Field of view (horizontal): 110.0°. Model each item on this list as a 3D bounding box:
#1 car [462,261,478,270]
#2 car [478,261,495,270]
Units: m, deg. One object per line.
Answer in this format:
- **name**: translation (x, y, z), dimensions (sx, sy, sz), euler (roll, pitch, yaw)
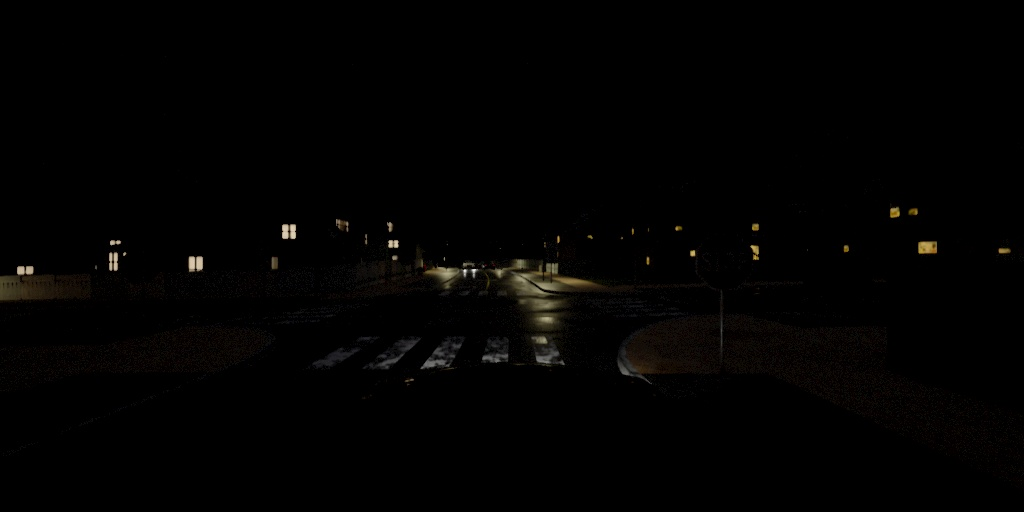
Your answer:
- **car**: translation (-7.384, 1.546, 61.088), dimensions (1.812, 1.442, 4.674), euler (0, -1, -10)
- **car**: translation (-3.775, 1.524, 56.633), dimensions (2.033, 1.411, 5.357), euler (0, -1, -10)
